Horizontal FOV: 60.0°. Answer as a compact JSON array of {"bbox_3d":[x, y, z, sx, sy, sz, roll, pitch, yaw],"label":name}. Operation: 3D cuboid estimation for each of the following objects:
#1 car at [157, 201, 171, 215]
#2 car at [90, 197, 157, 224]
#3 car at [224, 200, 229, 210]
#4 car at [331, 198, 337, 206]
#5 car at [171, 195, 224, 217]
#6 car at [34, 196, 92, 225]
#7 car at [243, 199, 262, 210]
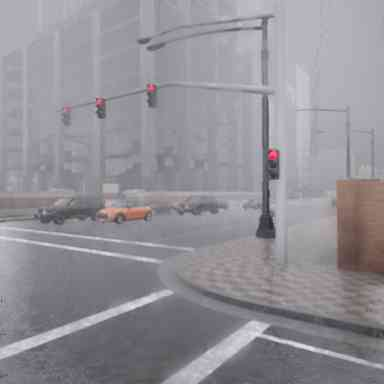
[{"bbox_3d":[-3.638,1.673,34.287,1.837,1.490,4.892,-1,0,36],"label":"car"},{"bbox_3d":[-5.254,1.494,26.066,2.097,1.767,4.553,-1,0,36],"label":"car"},{"bbox_3d":[3.029,1.658,43.515,2.128,1.511,4.902,-1,0,36],"label":"car"},{"bbox_3d":[24.086,1.615,54.437,1.812,1.442,4.674,-1,0,36],"label":"car"},{"bbox_3d":[0.647,1.365,34.246,2.150,2.045,5.566,-1,0,36],"label":"car"},{"bbox_3d":[-9.422,1.389,26.273,2.150,2.045,5.566,-1,0,36],"label":"car"},{"bbox_3d":[8.592,1.668,45.216,1.812,1.442,4.674,-1,0,36],"label":"car"}]
